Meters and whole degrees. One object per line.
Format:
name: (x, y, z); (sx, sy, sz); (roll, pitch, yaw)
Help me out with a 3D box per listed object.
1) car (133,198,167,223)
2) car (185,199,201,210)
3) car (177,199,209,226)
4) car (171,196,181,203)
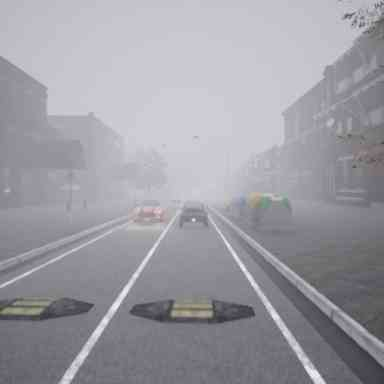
car: (-3.094, 1.289, 25.097); (2.097, 1.767, 4.553); (0, 0, 0)
car: (0.106, 1.525, 42.008); (1.895, 1.301, 4.718); (0, 0, 0)
car: (0.103, 1.447, 22.769); (1.837, 1.490, 4.892); (0, 0, 0)
car: (-3.002, 1.500, 65.935); (1.812, 1.442, 4.674); (0, 0, 0)
